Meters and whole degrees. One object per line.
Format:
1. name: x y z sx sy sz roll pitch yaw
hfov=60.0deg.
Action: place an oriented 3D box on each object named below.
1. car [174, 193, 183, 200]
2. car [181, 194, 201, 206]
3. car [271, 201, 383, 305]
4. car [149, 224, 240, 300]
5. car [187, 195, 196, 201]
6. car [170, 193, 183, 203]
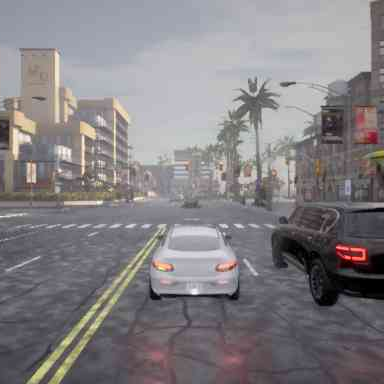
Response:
1. car: -3.637 1.220 91.771 2.150 2.045 5.566 0 0 0
2. car: -0.138 1.488 54.016 2.128 1.511 4.902 0 0 3
3. car: 3.556 1.221 8.194 2.150 2.045 5.566 0 0 0
4. car: 0.058 1.525 8.250 1.812 1.442 4.674 0 0 0
5. car: -0.123 1.548 84.222 1.994 1.385 4.181 0 0 0
6. car: -3.603 1.549 71.224 1.994 1.385 4.181 0 0 0
